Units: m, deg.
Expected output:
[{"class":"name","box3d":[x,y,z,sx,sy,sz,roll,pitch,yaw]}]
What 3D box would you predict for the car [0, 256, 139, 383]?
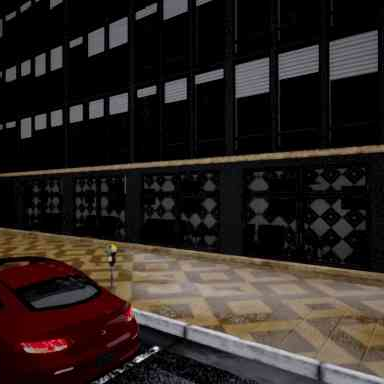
[{"class":"car","box3d":[-2.578,1.582,4.665,4.206,1.307,1.802,0,0,35]}]
